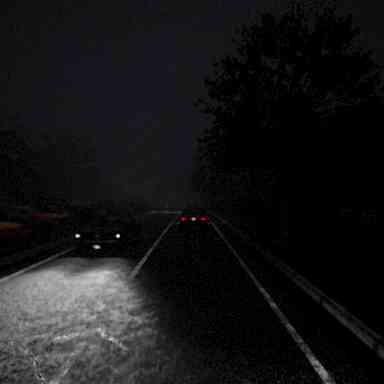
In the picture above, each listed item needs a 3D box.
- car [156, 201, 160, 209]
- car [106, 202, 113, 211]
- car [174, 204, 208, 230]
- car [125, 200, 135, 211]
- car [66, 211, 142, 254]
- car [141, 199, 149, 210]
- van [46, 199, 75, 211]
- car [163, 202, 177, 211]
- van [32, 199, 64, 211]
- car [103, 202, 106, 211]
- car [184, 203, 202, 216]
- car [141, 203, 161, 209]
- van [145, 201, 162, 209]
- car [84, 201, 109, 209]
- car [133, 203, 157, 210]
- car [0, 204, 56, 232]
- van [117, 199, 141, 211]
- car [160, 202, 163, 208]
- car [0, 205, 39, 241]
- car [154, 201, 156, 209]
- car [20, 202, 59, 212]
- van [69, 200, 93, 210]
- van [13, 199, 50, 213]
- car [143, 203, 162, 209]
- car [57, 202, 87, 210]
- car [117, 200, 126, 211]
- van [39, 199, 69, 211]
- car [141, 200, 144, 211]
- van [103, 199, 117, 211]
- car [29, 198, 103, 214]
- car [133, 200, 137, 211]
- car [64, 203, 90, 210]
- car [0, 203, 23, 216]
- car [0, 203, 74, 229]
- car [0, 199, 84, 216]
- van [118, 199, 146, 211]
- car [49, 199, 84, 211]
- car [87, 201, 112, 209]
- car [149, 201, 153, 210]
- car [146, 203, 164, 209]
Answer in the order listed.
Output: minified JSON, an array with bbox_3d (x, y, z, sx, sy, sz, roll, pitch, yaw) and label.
[{"bbox_3d":[-10.143,2.993,70.498,5.366,1.575,1.946,0,-2,0],"label":"car"},{"bbox_3d":[-10.339,1.894,31.668,4.674,1.452,2.002,0,-1,0],"label":"car"},{"bbox_3d":[0.092,1.738,22.763,2.033,1.411,5.357,0,-1,0],"label":"car"},{"bbox_3d":[-10.305,2.130,42.769,4.792,1.488,2.163,0,-1,0],"label":"car"},{"bbox_3d":[-3.355,1.668,13.982,1.895,1.301,4.718,0,-1,0],"label":"car"},{"bbox_3d":[-10.361,2.109,53.862,5.566,2.045,2.435,0,-2,0],"label":"car"},{"bbox_3d":[-23.528,2.347,59.425,4.442,1.987,1.878,0,-2,0],"label":"van"},{"bbox_3d":[-3.325,2.503,56.812,1.882,1.535,5.008,0,-2,0],"label":"car"},{"bbox_3d":[-23.295,2.135,53.881,4.442,1.987,1.878,0,-2,0],"label":"van"},{"bbox_3d":[-10.367,1.823,28.893,4.792,1.488,2.163,0,-1,0],"label":"car"},{"bbox_3d":[0.086,2.136,41.273,2.033,1.411,5.357,0,-1,0],"label":"car"},{"bbox_3d":[-10.296,3.556,84.367,4.792,1.488,2.163,0,-2,0],"label":"car"},{"bbox_3d":[-10.441,3.513,89.925,4.442,1.987,1.878,0,-2,0],"label":"van"},{"bbox_3d":[-23.378,3.173,81.698,5.566,2.045,2.435,0,-2,0],"label":"car"},{"bbox_3d":[-10.322,3.103,73.272,4.892,1.521,2.231,0,-2,0],"label":"car"},{"bbox_3d":[-10.345,1.574,17.799,4.892,1.521,2.231,0,-1,0],"label":"car"},{"bbox_3d":[-10.217,1.997,48.327,4.442,1.987,1.878,0,-1,0],"label":"van"},{"bbox_3d":[-10.141,3.311,78.820,5.366,1.575,1.946,0,-2,0],"label":"car"},{"bbox_3d":[-10.155,1.533,15.030,5.366,1.575,1.946,0,-1,0],"label":"car"},{"bbox_3d":[-10.298,2.765,67.728,4.553,1.767,2.185,0,-2,0],"label":"car"},{"bbox_3d":[-23.418,2.287,51.256,5.008,1.535,2.097,0,-1,0],"label":"car"},{"bbox_3d":[-23.525,2.770,70.498,4.442,1.987,1.878,0,-2,0],"label":"van"},{"bbox_3d":[-23.296,2.001,48.491,4.442,1.987,1.878,0,-1,0],"label":"van"},{"bbox_3d":[-10.296,3.662,87.141,4.792,1.488,2.163,0,-2,0],"label":"car"},{"bbox_3d":[-23.404,2.789,65.078,5.008,1.535,2.097,0,-2,0],"label":"car"},{"bbox_3d":[-10.341,1.977,37.220,5.008,1.535,2.097,0,-1,0],"label":"car"},{"bbox_3d":[-23.528,2.246,56.782,4.442,1.987,1.878,0,-2,0],"label":"van"},{"bbox_3d":[-10.362,2.314,51.102,4.792,1.488,2.163,0,-2,0],"label":"car"},{"bbox_3d":[-10.453,1.690,34.449,4.442,1.987,1.878,0,-1,0],"label":"van"},{"bbox_3d":[-10.310,1.480,26.123,5.566,2.045,2.435,0,-1,0],"label":"car"},{"bbox_3d":[-10.337,2.201,45.545,4.674,1.452,2.002,0,-1,0],"label":"car"},{"bbox_3d":[-23.407,2.935,67.846,4.674,1.452,2.002,0,-2,0],"label":"car"},{"bbox_3d":[-23.409,2.044,40.179,4.892,1.521,2.231,0,-1,0],"label":"car"},{"bbox_3d":[-10.346,1.619,20.570,5.008,1.535,2.097,0,-1,0],"label":"car"},{"bbox_3d":[-10.370,1.547,23.349,4.553,1.767,2.185,0,-1,0],"label":"car"},{"bbox_3d":[-10.215,2.241,56.635,4.442,1.987,1.878,0,-2,0],"label":"van"},{"bbox_3d":[-23.382,2.427,62.195,5.566,2.045,2.435,0,-2,0],"label":"car"},{"bbox_3d":[-23.377,3.278,84.466,5.566,2.045,2.435,0,-2,0],"label":"car"},{"bbox_3d":[-10.325,2.678,62.175,5.008,1.535,2.097,0,-2,0],"label":"car"},{"bbox_3d":[-10.353,3.874,92.690,4.792,1.488,2.163,0,-2,0],"label":"car"}]
